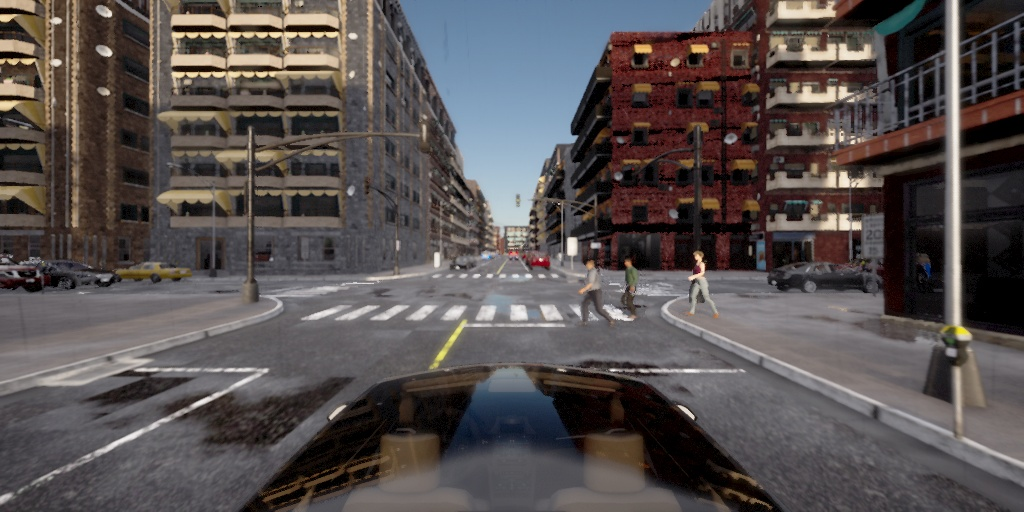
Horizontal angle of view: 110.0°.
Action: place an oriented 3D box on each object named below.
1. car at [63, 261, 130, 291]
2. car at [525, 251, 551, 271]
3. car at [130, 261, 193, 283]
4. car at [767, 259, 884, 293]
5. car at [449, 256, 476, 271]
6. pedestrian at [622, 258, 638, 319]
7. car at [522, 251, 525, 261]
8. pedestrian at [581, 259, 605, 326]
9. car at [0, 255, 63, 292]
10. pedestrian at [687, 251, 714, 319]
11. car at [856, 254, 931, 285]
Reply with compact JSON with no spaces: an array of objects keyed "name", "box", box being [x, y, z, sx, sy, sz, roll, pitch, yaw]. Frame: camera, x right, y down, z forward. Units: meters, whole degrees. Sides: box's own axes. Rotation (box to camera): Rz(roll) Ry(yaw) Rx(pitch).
[{"name":"car","box":[-23.554,0.977,18.631,4.902,1.511,2.128,0,0,1]},{"name":"car","box":[2.732,0.464,36.235,2.192,1.841,5.009,0,0,0]},{"name":"car","box":[-24.337,1.030,24.048,4.829,1.417,1.751,0,0,0]},{"name":"car","box":[13.813,0.939,15.889,4.403,1.370,2.007,0,0,0]},{"name":"car","box":[-5.149,0.712,36.228,1.948,1.339,4.313,0,0,0]},{"name":"pedestrian","box":[3.444,0.893,10.443,0.375,1.860,0.375,1,0,0]},{"name":"car","box":[2.786,0.275,47.357,2.192,1.841,5.009,0,0,0]},{"name":"pedestrian","box":[2.087,0.913,9.249,0.375,1.860,0.375,1,0,0]},{"name":"car","box":[-24.221,0.795,16.166,5.009,1.841,2.192,0,0,0]},{"name":"pedestrian","box":[5.159,0.750,9.835,0.375,1.860,0.375,1,0,0]},{"name":"car","box":[21.417,0.743,21.251,4.553,1.767,2.097,0,0,0]}]
